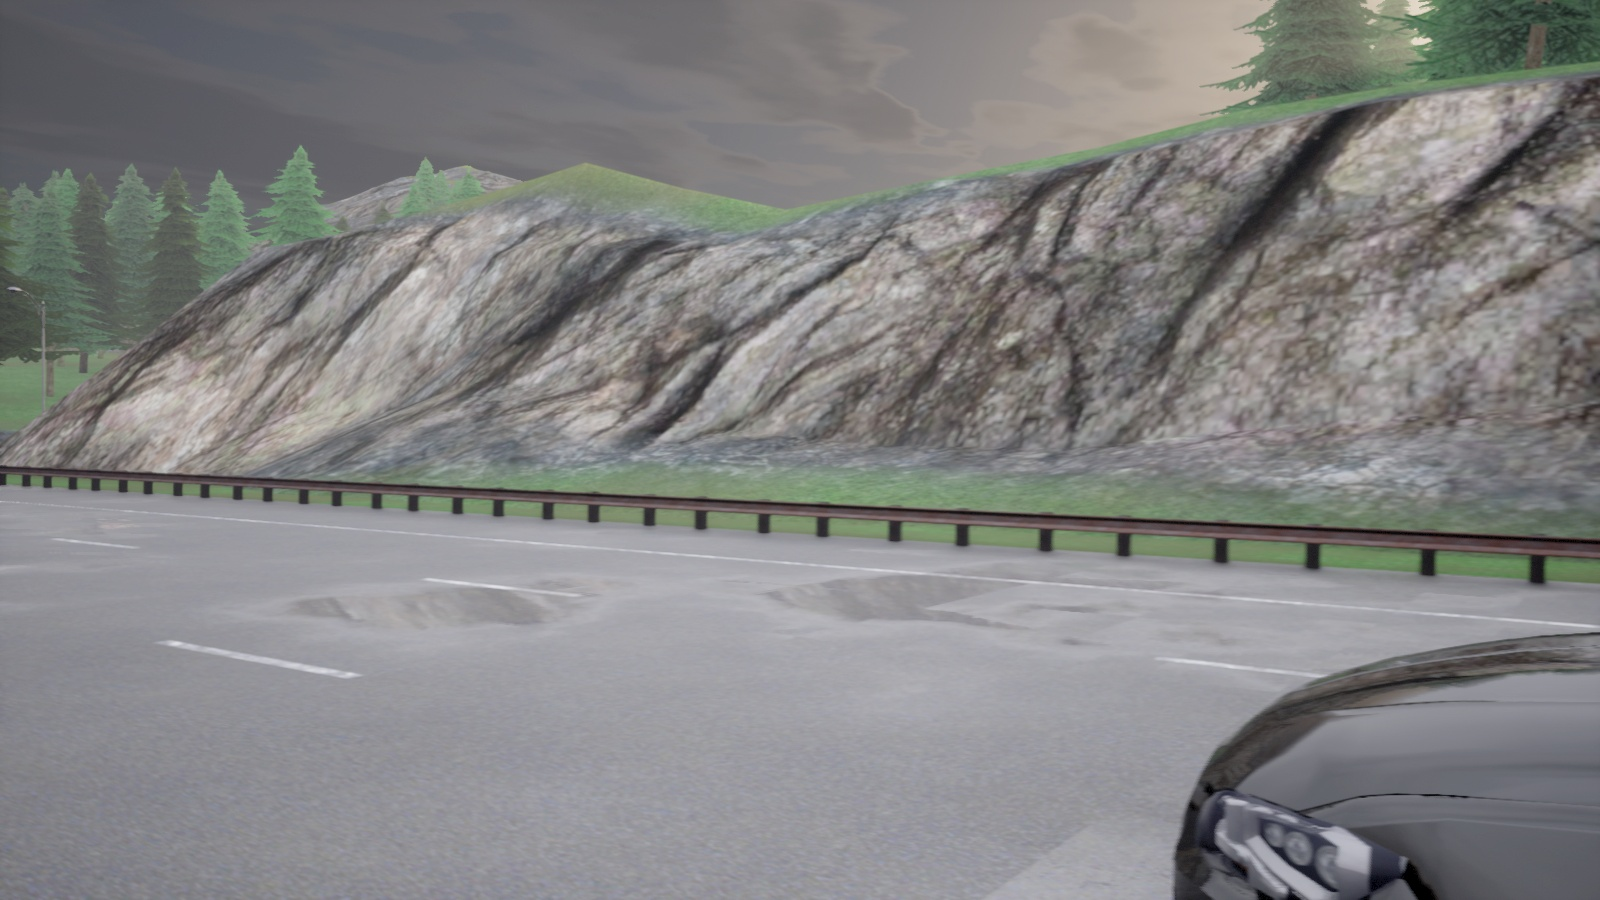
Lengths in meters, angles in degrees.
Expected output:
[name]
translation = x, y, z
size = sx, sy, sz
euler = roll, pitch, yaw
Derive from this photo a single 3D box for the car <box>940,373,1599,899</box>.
[car]
translation = 2.879, 0.638, 1.710
size = 4.902, 1.511, 2.128
euler = 0, 1, 34
